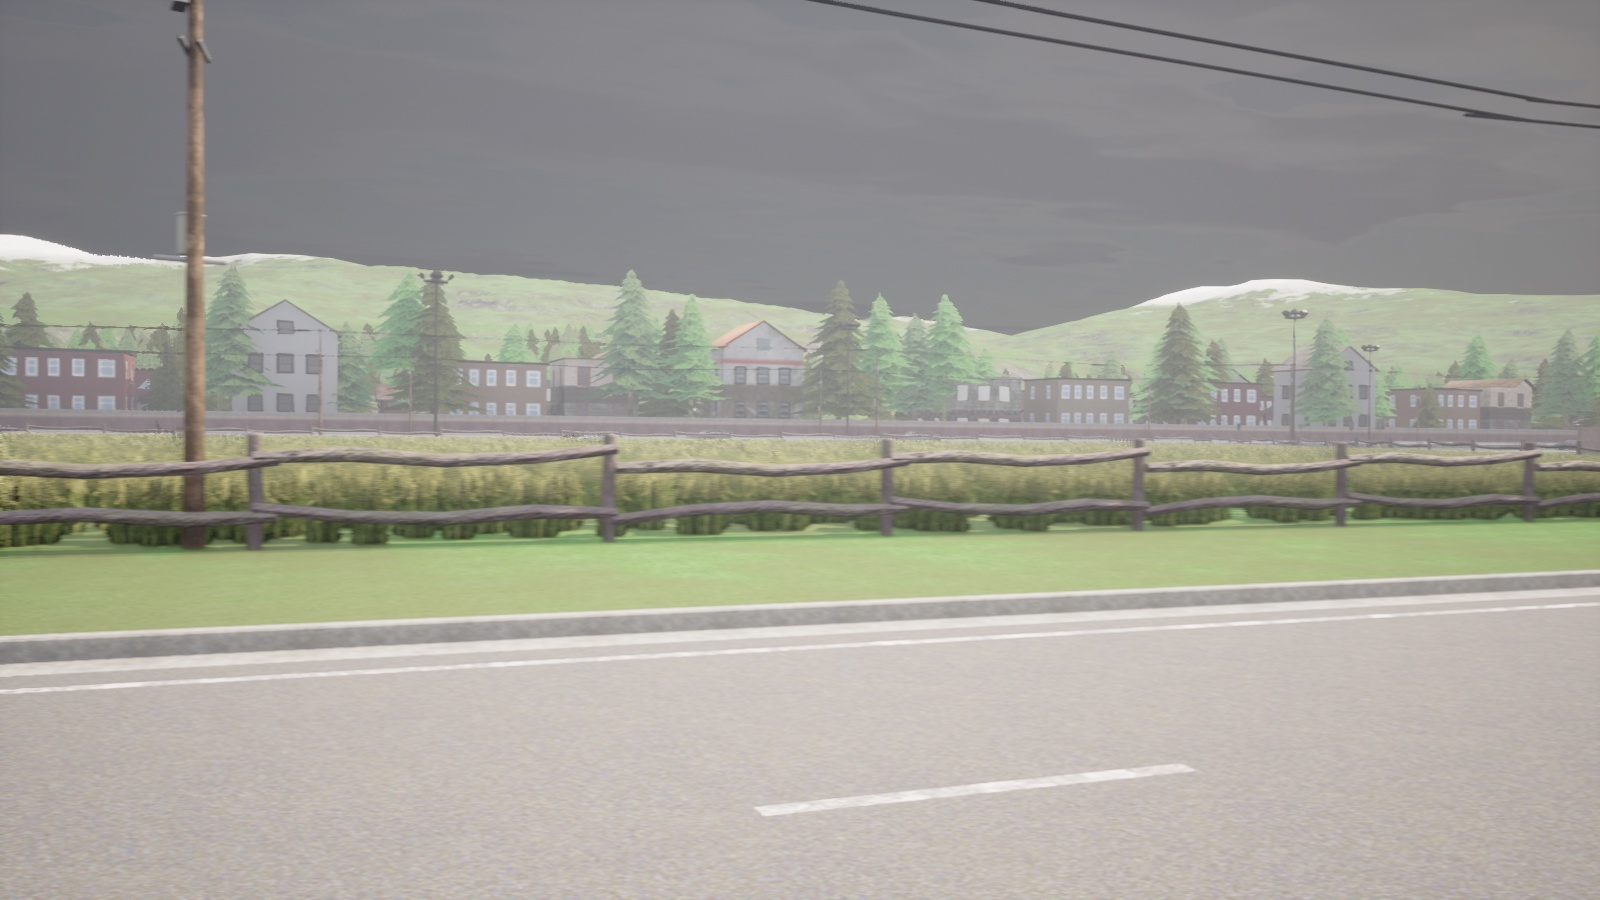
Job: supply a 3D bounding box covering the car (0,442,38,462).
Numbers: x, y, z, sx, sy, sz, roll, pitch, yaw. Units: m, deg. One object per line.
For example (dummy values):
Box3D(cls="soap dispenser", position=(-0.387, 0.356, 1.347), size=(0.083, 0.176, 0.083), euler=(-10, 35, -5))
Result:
Box3D(cls="car", position=(-53.151, 0.127, 82.717), size=(4.718, 1.301, 1.895), euler=(-1, 1, -21))
